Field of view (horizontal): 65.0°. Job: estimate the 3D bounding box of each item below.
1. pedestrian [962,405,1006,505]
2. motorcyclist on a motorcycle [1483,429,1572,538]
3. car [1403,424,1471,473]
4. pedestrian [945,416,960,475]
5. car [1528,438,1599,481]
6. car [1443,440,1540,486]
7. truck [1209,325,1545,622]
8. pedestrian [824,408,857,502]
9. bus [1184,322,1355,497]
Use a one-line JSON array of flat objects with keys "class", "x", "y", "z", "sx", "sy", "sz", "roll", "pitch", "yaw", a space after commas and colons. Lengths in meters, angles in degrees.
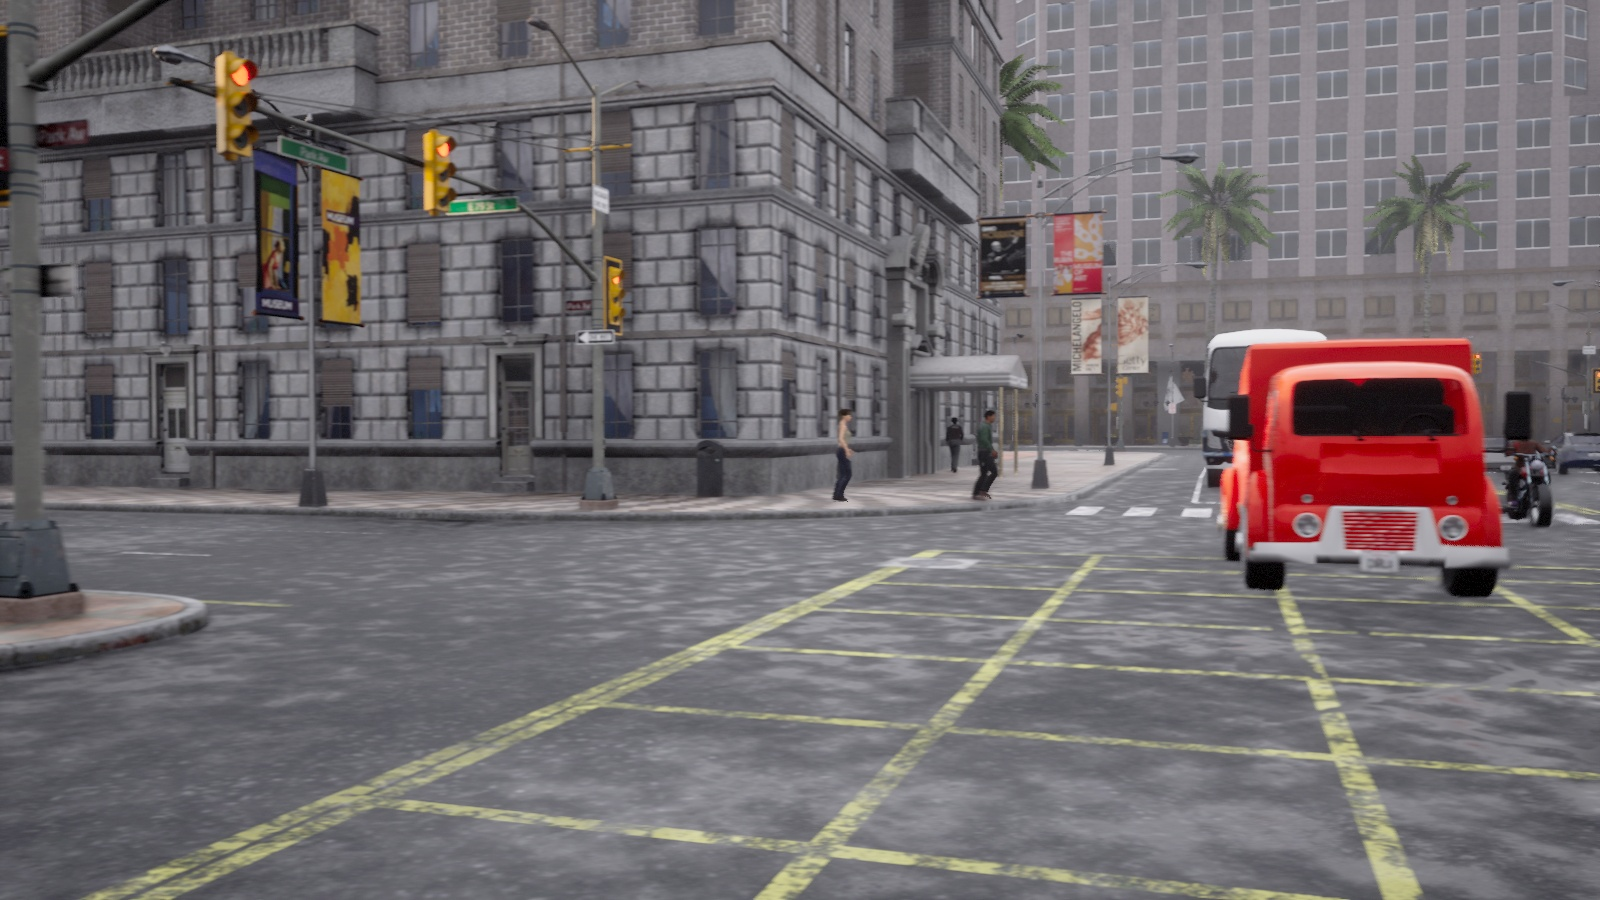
[{"class": "pedestrian", "x": 3.625, "y": 0.098, "z": 24.737, "sx": 0.788, "sy": 1.949, "sz": 0.423, "roll": 0, "pitch": 1, "yaw": 16}, {"class": "motorcyclist on a motorcycle", "x": 11.746, "y": 0.495, "z": 20.358, "sx": 0.766, "sy": 1.649, "sz": 2.350, "roll": 1, "pitch": 1, "yaw": 18}, {"class": "car", "x": 25.458, "y": -0.087, "z": 50.303, "sx": 1.905, "sy": 1.878, "sz": 3.866, "roll": 1, "pitch": 1, "yaw": 19}, {"class": "pedestrian", "x": 5.001, "y": -0.158, "z": 41.230, "sx": 0.402, "sy": 1.930, "sz": 0.666, "roll": 0, "pitch": 1, "yaw": 15}, {"class": "car", "x": 26.815, "y": 0.295, "z": 43.458, "sx": 1.994, "sy": 1.385, "sz": 4.181, "roll": 1, "pitch": 1, "yaw": 18}, {"class": "car", "x": 21.938, "y": 0.369, "z": 39.999, "sx": 1.895, "sy": 1.301, "sz": 4.718, "roll": 1, "pitch": 1, "yaw": 19}, {"class": "truck", "x": 5.730, "y": 0.148, "z": 13.290, "sx": 2.627, "sy": 2.467, "sz": 5.204, "roll": 1, "pitch": 1, "yaw": 18}, {"class": "pedestrian", "x": 0.790, "y": 0.092, "z": 24.626, "sx": 0.594, "sy": 1.836, "sz": 0.345, "roll": 0, "pitch": 1, "yaw": -5}, {"class": "bus", "x": 13.261, "y": -1.078, "z": 36.074, "sx": 3.944, "sy": 4.253, "sz": 10.273, "roll": 1, "pitch": 1, "yaw": 19}]
